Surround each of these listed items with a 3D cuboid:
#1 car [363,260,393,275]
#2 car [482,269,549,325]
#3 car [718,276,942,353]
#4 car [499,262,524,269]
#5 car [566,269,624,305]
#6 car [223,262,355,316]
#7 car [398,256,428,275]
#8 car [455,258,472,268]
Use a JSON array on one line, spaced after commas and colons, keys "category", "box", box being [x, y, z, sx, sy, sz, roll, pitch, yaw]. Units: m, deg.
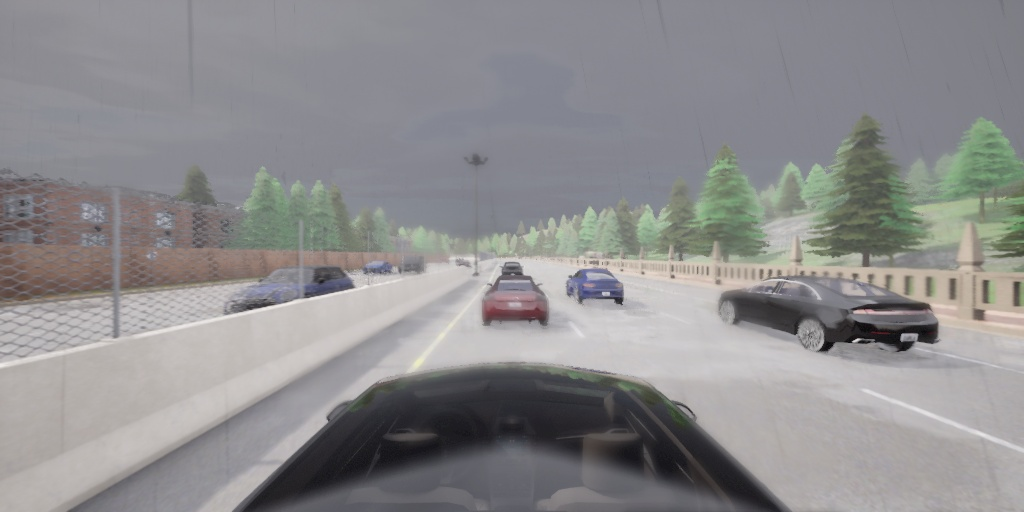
[{"category": "car", "box": [-14.418, 1.229, 38.858, 1.882, 1.535, 5.008, 0, 0, -2]}, {"category": "car", "box": [0.097, 1.314, 11.852, 1.994, 1.385, 4.181, 0, 0, 0]}, {"category": "car", "box": [7.099, 1.242, 8.830, 2.128, 1.511, 4.902, 0, 0, 0]}, {"category": "car", "box": [-0.037, 1.256, 31.453, 1.837, 1.490, 4.892, 0, 0, -1]}, {"category": "car", "box": [3.584, 1.276, 15.986, 1.812, 1.442, 4.674, 0, 0, 0]}, {"category": "car", "box": [-7.104, 1.102, 12.008, 2.097, 1.767, 4.553, 0, 0, 0]}, {"category": "car", "box": [-10.959, 0.975, 40.141, 2.150, 2.045, 5.566, 0, 0, -2]}, {"category": "car", "box": [-7.935, 1.316, 60.553, 1.994, 1.385, 4.181, 0, 0, -1]}]
